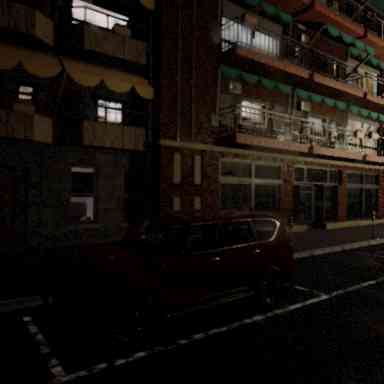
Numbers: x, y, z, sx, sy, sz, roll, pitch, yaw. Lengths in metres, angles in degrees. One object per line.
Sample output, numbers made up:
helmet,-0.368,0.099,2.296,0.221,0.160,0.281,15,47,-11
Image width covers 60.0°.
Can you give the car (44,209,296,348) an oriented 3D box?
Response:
car,-0.084,1.318,6.484,5.009,1.841,2.192,0,1,-36
